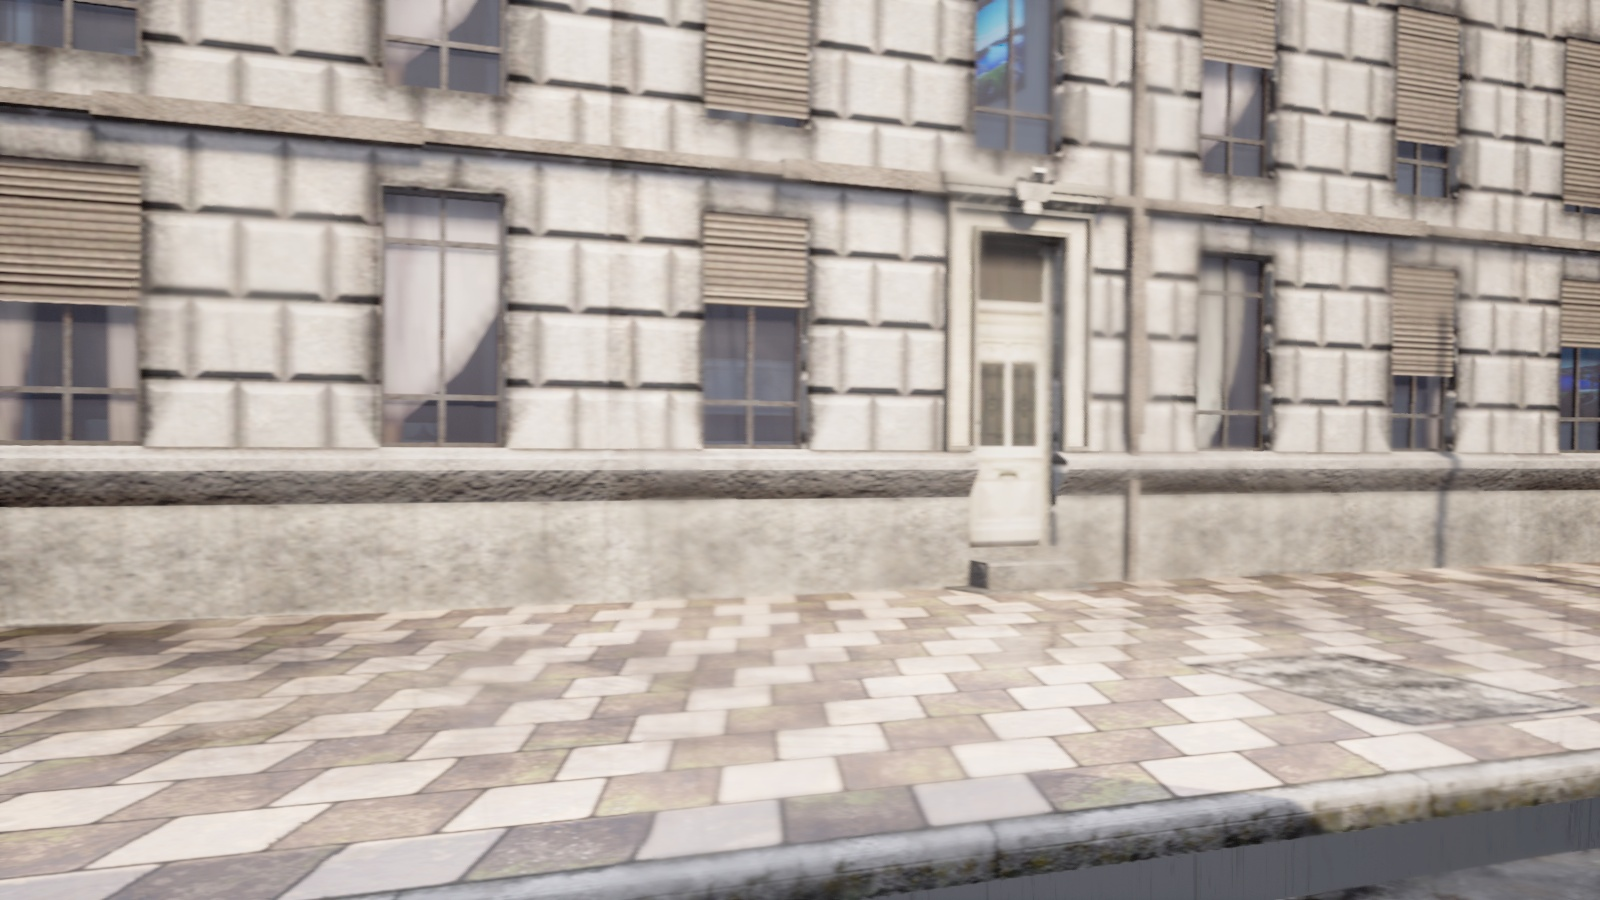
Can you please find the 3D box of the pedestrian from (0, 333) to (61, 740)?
[{"bbox_3d":[-4.034,0.404,5.903,0.849,1.883,0.563,-1,1,-40],"label":"pedestrian"}]
